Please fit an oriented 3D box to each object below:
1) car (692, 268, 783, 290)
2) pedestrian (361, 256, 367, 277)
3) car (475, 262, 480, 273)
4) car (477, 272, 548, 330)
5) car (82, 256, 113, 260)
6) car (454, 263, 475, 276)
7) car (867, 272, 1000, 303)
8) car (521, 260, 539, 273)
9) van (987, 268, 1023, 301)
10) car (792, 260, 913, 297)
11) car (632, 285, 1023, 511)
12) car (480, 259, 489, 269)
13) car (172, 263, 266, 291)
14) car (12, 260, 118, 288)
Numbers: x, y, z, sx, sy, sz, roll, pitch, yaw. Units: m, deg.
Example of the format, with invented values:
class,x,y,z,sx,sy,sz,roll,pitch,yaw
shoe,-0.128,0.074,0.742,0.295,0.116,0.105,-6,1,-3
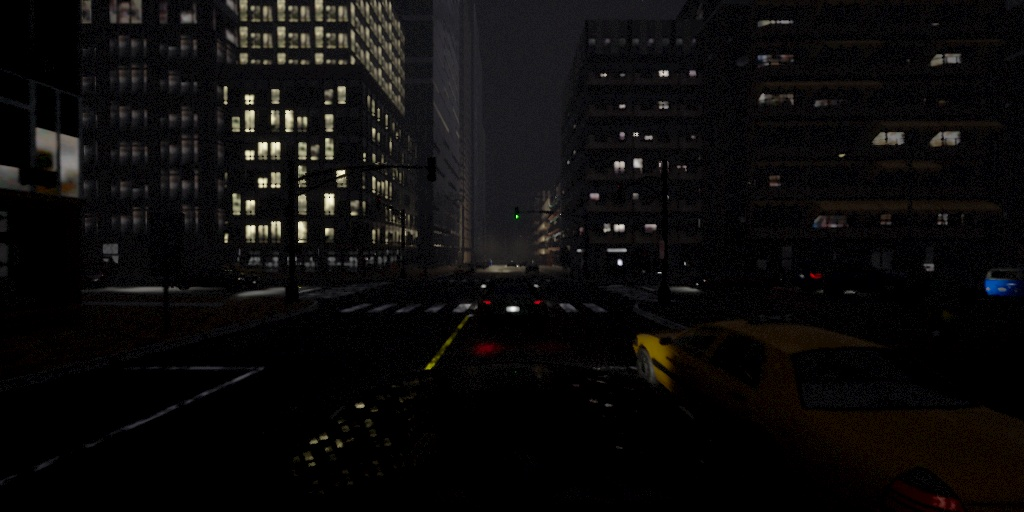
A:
class,x,y,z,sx,sy,sz,roll,pitch,yaw
car,15.338,1.556,24.492,5.357,1.411,2.033,0,1,1
pedestrian,-12.569,0.862,30.394,0.375,1.860,0.375,0,0,1
car,-5.725,1.607,47.528,1.948,1.339,4.313,0,0,0
car,-0.055,1.374,11.377,1.994,1.385,4.181,0,0,-2
car,-33.632,0.887,27.741,5.009,1.841,2.192,0,0,1
car,-5.720,1.531,41.704,1.751,1.417,4.829,0,0,0
car,21.704,1.684,18.621,4.313,1.339,1.948,0,0,1
car,2.656,1.591,47.535,2.007,1.370,4.403,0,0,0
van,27.237,1.504,18.548,3.998,1.789,1.690,0,0,1
car,19.932,1.299,21.286,5.566,2.045,2.150,0,1,2
car,2.819,1.289,4.096,1.751,1.417,4.829,0,0,0
car,-5.737,1.696,64.491,1.888,1.381,4.507,0,0,0
car,-17.872,1.290,21.726,4.674,1.442,1.812,1,1,2
car,-27.788,1.172,21.865,4.902,1.511,2.128,0,1,1
